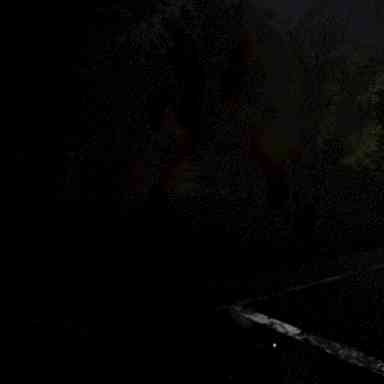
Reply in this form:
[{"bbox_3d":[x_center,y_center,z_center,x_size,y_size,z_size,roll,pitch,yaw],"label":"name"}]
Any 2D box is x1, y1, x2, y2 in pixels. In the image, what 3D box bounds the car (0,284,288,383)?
[{"bbox_3d":[-1.638,1.547,2.577,5.357,1.411,2.033,0,0,-36],"label":"car"}]
